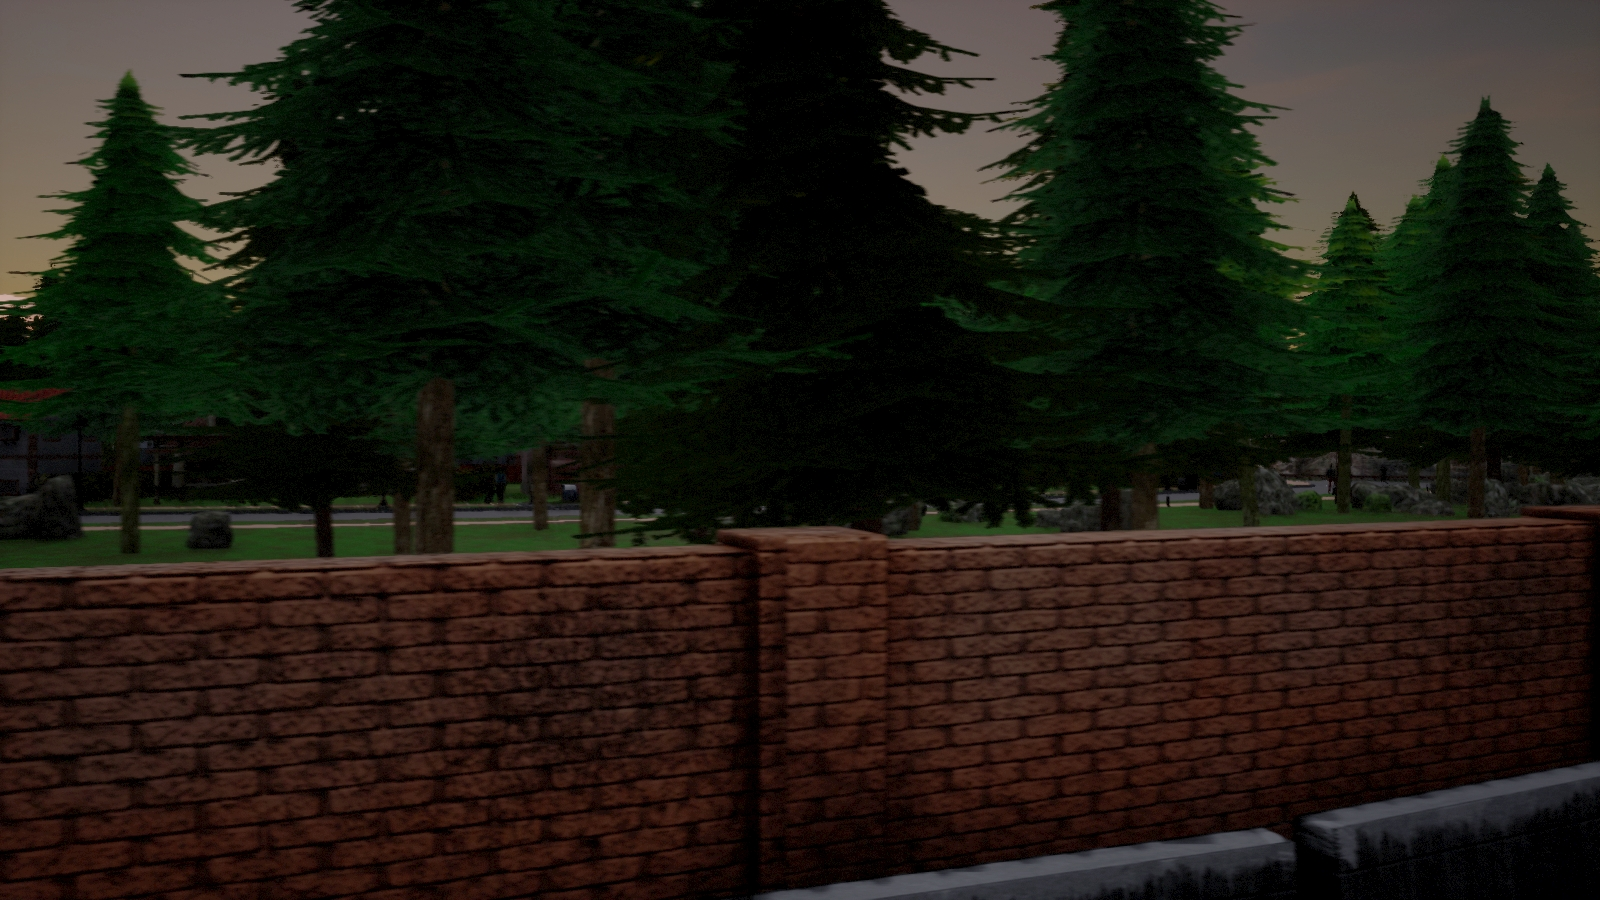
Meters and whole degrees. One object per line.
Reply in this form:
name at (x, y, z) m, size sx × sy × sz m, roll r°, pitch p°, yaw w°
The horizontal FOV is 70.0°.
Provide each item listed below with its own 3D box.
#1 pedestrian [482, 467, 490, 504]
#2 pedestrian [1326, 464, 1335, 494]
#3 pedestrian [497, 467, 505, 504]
pedestrian at (-15.965, 1.795, 58.097) m, size 0.375 × 1.860 × 0.375 m, roll 0°, pitch 0°, yaw -8°
pedestrian at (32.490, 1.785, 69.991) m, size 0.375 × 1.860 × 0.375 m, roll 0°, pitch 0°, yaw -43°
pedestrian at (-15.303, 1.796, 58.414) m, size 0.375 × 1.860 × 0.375 m, roll 0°, pitch 0°, yaw -16°
